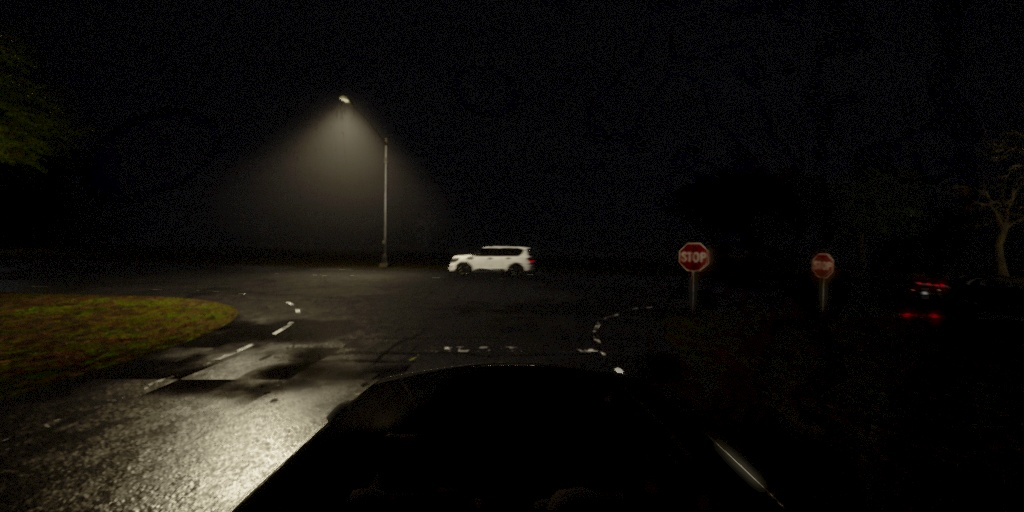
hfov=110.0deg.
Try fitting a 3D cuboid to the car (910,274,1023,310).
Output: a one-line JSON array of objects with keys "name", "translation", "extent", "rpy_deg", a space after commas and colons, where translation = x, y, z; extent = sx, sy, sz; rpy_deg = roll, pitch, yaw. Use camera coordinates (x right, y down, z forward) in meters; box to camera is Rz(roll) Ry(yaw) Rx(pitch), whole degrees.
[{"name": "car", "translation": [21.682, 1.620, 16.702], "extent": [4.902, 1.511, 2.128], "rpy_deg": [2, 3, 0]}]

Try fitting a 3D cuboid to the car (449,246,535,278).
[{"name": "car", "translation": [-1.269, 0.330, 23.705], "extent": [5.566, 2.045, 2.150], "rpy_deg": [2, 2, 0]}]
